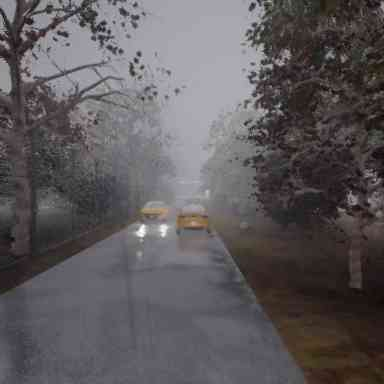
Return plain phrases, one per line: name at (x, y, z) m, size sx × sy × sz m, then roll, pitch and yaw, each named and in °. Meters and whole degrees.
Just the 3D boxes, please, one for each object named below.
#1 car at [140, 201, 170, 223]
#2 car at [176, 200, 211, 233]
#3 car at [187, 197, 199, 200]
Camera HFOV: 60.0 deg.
car at (-2.820, 1.468, 25.839) m, size 1.882 × 1.535 × 5.008 m, roll 0°, pitch 0°, yaw 0°
car at (0.089, 1.470, 19.681) m, size 1.882 × 1.535 × 5.008 m, roll 0°, pitch 0°, yaw 0°
car at (0.131, 1.337, 40.175) m, size 2.097 × 1.767 × 4.553 m, roll 0°, pitch 0°, yaw 0°
